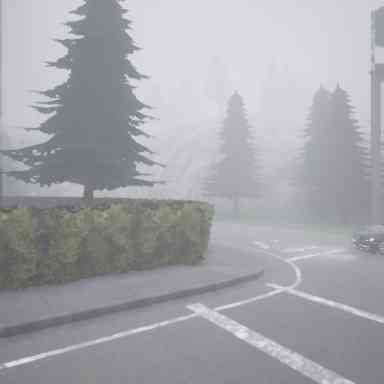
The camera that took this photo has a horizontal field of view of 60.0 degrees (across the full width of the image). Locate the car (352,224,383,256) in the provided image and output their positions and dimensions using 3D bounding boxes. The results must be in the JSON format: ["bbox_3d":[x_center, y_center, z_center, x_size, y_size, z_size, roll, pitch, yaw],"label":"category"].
[{"bbox_3d":[8.860,1.675,12.834,4.892,1.490,1.837,0,5,11],"label":"car"}]
